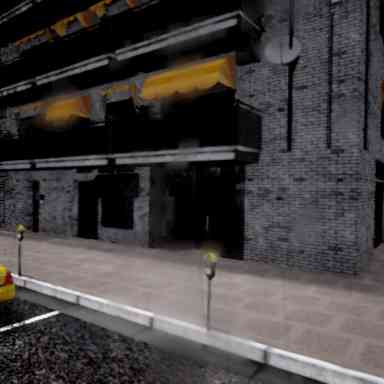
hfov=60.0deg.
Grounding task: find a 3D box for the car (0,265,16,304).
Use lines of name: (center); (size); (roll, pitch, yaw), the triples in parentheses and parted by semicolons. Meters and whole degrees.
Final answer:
car: (-5.452, 1.526, 6.756); (4.829, 1.417, 1.752); (0, 1, 36)
